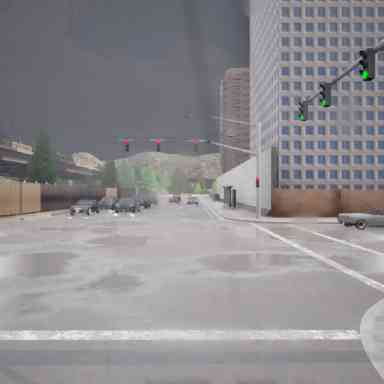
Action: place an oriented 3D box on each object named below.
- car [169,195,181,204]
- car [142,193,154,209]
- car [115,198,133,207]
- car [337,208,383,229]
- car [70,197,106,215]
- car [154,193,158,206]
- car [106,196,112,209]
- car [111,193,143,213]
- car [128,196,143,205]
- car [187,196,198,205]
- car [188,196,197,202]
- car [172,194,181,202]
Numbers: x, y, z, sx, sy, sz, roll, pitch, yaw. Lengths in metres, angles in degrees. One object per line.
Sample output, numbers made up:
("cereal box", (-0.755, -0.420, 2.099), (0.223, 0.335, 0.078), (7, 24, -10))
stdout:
("car", (-3.466, 1.601, 64.288), (1.895, 1.301, 4.718), (0, 0, 0))
("car", (-7.059, 1.221, 46.233), (2.150, 2.045, 5.566), (0, 0, 0))
("car", (-10.560, 1.601, 51.942), (1.895, 1.301, 4.718), (0, 0, 0))
("car", (11.865, 1.656, 21.187), (4.718, 1.301, 1.895), (0, 0, 0))
("car", (-10.585, 1.492, 33.251), (2.128, 1.511, 4.902), (0, 0, 1))
("car", (-7.034, 1.221, 56.963), (2.150, 2.045, 5.566), (0, 0, 0))
("car", (-10.569, 1.352, 42.148), (2.097, 1.767, 4.553), (0, 0, 0))
("car", (-7.068, 1.352, 36.797), (2.097, 1.767, 4.553), (0, 0, 0))
("car", (-10.526, 1.478, 62.161), (1.882, 1.535, 5.008), (0, 0, 0))
("car", (0.132, 1.600, 60.250), (1.895, 1.301, 4.718), (0, 0, 0))
("car", (0.041, 1.595, 74.858), (1.895, 1.301, 4.718), (0, 0, 0))
("car", (-3.461, 1.305, 74.481), (1.882, 1.535, 5.008), (0, 0, 0))
